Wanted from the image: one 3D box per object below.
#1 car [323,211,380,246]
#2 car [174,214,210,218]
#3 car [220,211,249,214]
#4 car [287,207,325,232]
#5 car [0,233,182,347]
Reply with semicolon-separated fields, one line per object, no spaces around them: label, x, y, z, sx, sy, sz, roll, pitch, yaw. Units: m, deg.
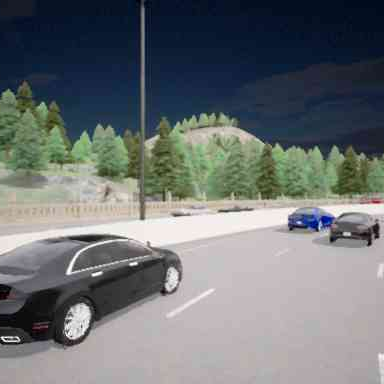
car;8.207;1.738;16.681;1.812;1.442;4.674;-1;-1;35
car;-0.065;2.045;34.785;1.895;1.301;4.718;-1;-1;41
car;4.578;2.044;34.765;1.895;1.301;4.718;-1;-1;42
car;8.060;1.761;22.312;1.882;1.535;5.008;-1;-1;38
car;-1.920;1.592;6.672;1.837;1.490;4.892;-1;-1;26
